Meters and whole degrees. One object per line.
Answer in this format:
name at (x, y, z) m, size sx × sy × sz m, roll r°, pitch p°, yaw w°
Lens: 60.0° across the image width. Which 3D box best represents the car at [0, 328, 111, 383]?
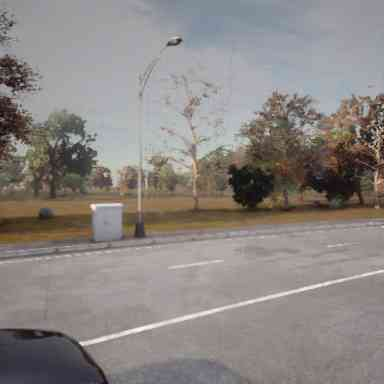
car at (-2.496, 1.553, 1.855) m, size 4.181 × 1.385 × 1.994 m, roll 0°, pitch 0°, yaw -36°
